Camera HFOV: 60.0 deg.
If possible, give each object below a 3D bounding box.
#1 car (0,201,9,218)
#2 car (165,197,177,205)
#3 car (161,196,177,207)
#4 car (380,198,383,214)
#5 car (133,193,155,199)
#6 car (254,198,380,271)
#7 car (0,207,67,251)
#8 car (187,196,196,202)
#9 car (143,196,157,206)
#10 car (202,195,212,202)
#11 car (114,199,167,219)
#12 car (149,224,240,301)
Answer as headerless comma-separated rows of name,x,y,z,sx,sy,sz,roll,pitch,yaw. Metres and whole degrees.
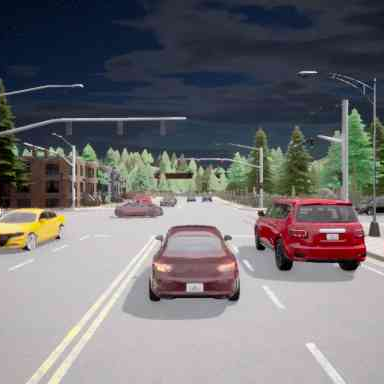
car,-18.815,1.526,29.061,4.674,1.442,1.812,0,0,-1
car,-3.700,1.564,59.792,1.994,1.385,4.181,0,0,0
car,-3.702,1.352,51.184,2.097,1.767,4.553,0,0,0
car,18.261,1.352,32.457,4.553,1.767,2.097,0,0,0
car,-7.169,1.221,47.908,2.150,2.045,5.566,0,0,2
car,3.553,1.221,11.066,2.150,2.045,5.566,0,0,0
car,-7.015,1.477,14.207,1.882,1.535,5.008,0,0,-1
car,-0.152,1.553,74.575,1.994,1.385,4.181,0,0,0
car,-7.205,1.525,57.307,1.812,1.442,4.674,0,0,0
car,3.356,1.355,74.348,2.097,1.767,4.553,0,0,0
car,-4.623,1.564,29.022,4.181,1.385,1.994,0,0,2
car,0.046,1.526,8.185,1.812,1.442,4.674,0,0,0
